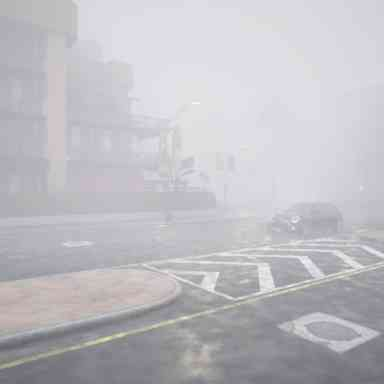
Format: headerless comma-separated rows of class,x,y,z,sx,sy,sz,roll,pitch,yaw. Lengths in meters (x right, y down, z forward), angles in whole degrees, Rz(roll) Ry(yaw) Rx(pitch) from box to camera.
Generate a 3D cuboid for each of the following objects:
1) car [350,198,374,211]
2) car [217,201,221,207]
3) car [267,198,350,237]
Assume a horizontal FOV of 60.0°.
car,20.069,1.491,41.657,2.128,1.511,4.902,0,0,-35
car,2.165,1.491,48.636,2.128,1.511,4.902,0,0,-35
car,6.203,1.352,18.126,4.553,1.767,2.097,0,0,-34
